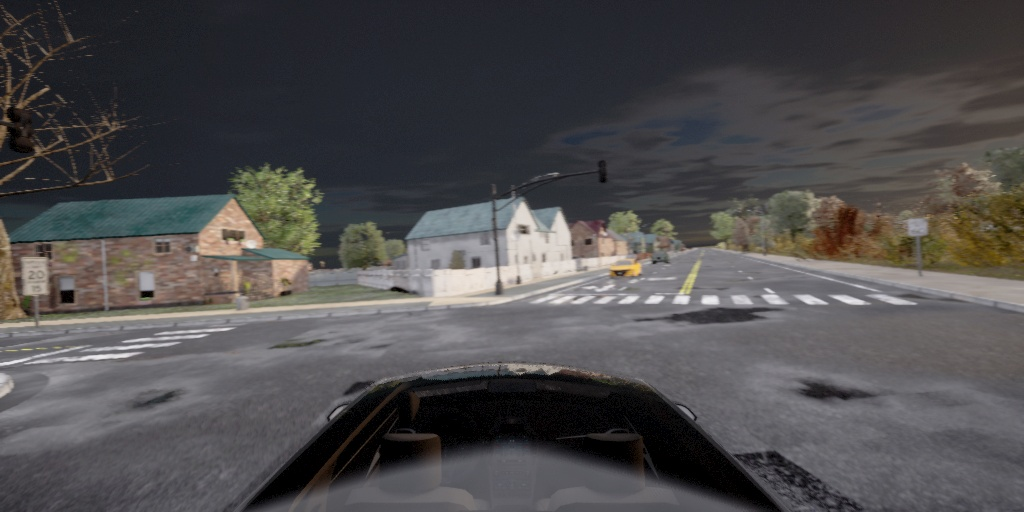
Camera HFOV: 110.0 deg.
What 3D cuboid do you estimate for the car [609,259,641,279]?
[{"bbox_3d":[9.393,0.992,29.578,1.882,1.535,5.008,-4,-1,28],"label":"car"}]

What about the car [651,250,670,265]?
[{"bbox_3d":[21.822,0.213,52.718,2.150,2.045,5.566,-4,-1,28],"label":"car"}]
